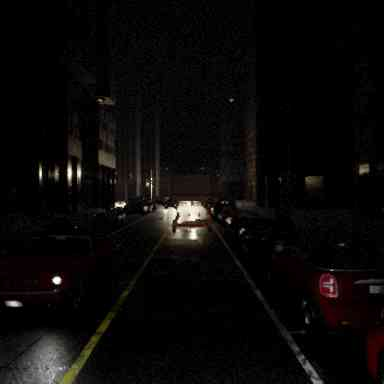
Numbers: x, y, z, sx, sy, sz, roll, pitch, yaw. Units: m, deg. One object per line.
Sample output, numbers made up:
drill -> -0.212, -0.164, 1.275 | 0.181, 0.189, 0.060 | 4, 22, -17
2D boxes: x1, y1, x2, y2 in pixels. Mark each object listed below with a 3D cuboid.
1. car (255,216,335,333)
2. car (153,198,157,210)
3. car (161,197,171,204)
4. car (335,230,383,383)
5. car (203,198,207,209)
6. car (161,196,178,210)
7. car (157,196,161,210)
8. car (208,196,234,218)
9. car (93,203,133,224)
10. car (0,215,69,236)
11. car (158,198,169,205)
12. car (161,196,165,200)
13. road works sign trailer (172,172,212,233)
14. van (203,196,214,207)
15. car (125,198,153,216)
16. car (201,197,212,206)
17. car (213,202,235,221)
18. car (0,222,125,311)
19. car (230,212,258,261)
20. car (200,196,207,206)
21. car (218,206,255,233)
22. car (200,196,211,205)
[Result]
car -> 2.759, 1.482, 6.889 | 1.967, 1.590, 4.097 | 0, 0, 0
car -> -5.766, 1.811, 40.495 | 1.947, 1.339, 4.313 | 0, 0, 0
car -> -5.767, 1.890, 74.108 | 1.967, 1.590, 4.097 | 0, 0, 0
car -> 2.759, 1.323, 1.288 | 2.192, 1.841, 5.009 | 0, 0, 0
car -> 2.759, 1.810, 40.498 | 1.947, 1.339, 4.313 | 0, 0, 0
car -> -3.081, 1.801, 49.365 | 1.837, 1.490, 4.892 | 0, 0, 0
car -> -5.767, 1.719, 46.098 | 1.967, 1.590, 4.097 | 0, 0, 0
car -> 2.758, 1.491, 29.297 | 2.192, 1.841, 5.009 | 0, 0, 0
car -> -5.766, 1.694, 23.689 | 2.008, 1.369, 4.403 | 0, 0, 0
car -> -5.766, 1.621, 12.484 | 1.887, 1.381, 4.507 | 0, 0, 0
car -> -5.767, 1.940, 68.336 | 1.752, 1.417, 4.829 | 0, 0, 0
car -> -5.768, 1.696, 62.905 | 2.192, 1.841, 5.009 | 0, 0, 0
road works sign trailer -> -0.001, 0.584, 19.898 | 2.380, 3.560, 2.880 | 0, 0, 0
van -> 2.758, 1.687, 57.305 | 1.690, 1.788, 3.998 | 0, 0, 0
car -> -5.767, 1.526, 34.895 | 2.192, 1.841, 5.009 | 0, 0, 0
car -> 2.758, 1.820, 62.905 | 1.967, 1.590, 4.097 | 0, 0, 0
car -> 2.759, 1.669, 23.863 | 1.752, 1.417, 4.829 | 0, 0, 0
car -> -3.102, 1.650, 7.998 | 1.895, 1.301, 4.718 | 0, 0, 0
car -> 2.760, 1.641, 12.490 | 1.947, 1.339, 4.313 | 0, 0, 0
car -> 2.758, 1.752, 51.702 | 1.967, 1.590, 4.097 | 0, 0, 0
car -> 2.759, 1.660, 18.092 | 2.008, 1.369, 4.403 | 0, 0, 0
car -> 2.757, 1.729, 68.508 | 2.192, 1.841, 5.009 | 0, 0, 0
